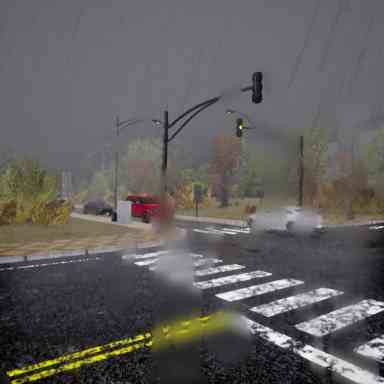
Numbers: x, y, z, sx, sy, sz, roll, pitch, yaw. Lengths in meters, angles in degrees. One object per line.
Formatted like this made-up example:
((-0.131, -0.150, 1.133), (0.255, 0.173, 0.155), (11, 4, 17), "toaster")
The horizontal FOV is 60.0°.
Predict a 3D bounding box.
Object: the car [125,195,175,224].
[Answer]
((-3.507, 1.300, 25.824), (2.150, 2.045, 5.566), (2, -1, -35), "car")

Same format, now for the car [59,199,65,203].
((-17.310, 1.749, 45.314), (1.812, 1.442, 4.674), (2, -1, -33), "car")

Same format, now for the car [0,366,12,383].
((-3.256, 1.504, 1.115), (4.892, 1.490, 1.837), (0, 0, -35), "car")

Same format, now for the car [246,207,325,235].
((5.172, 1.568, 18.910), (1.812, 1.442, 4.674), (1, -2, -36), "car")

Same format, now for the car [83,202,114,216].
((-9.631, 1.685, 34.192), (2.033, 1.411, 5.357), (2, -1, -35), "car")
